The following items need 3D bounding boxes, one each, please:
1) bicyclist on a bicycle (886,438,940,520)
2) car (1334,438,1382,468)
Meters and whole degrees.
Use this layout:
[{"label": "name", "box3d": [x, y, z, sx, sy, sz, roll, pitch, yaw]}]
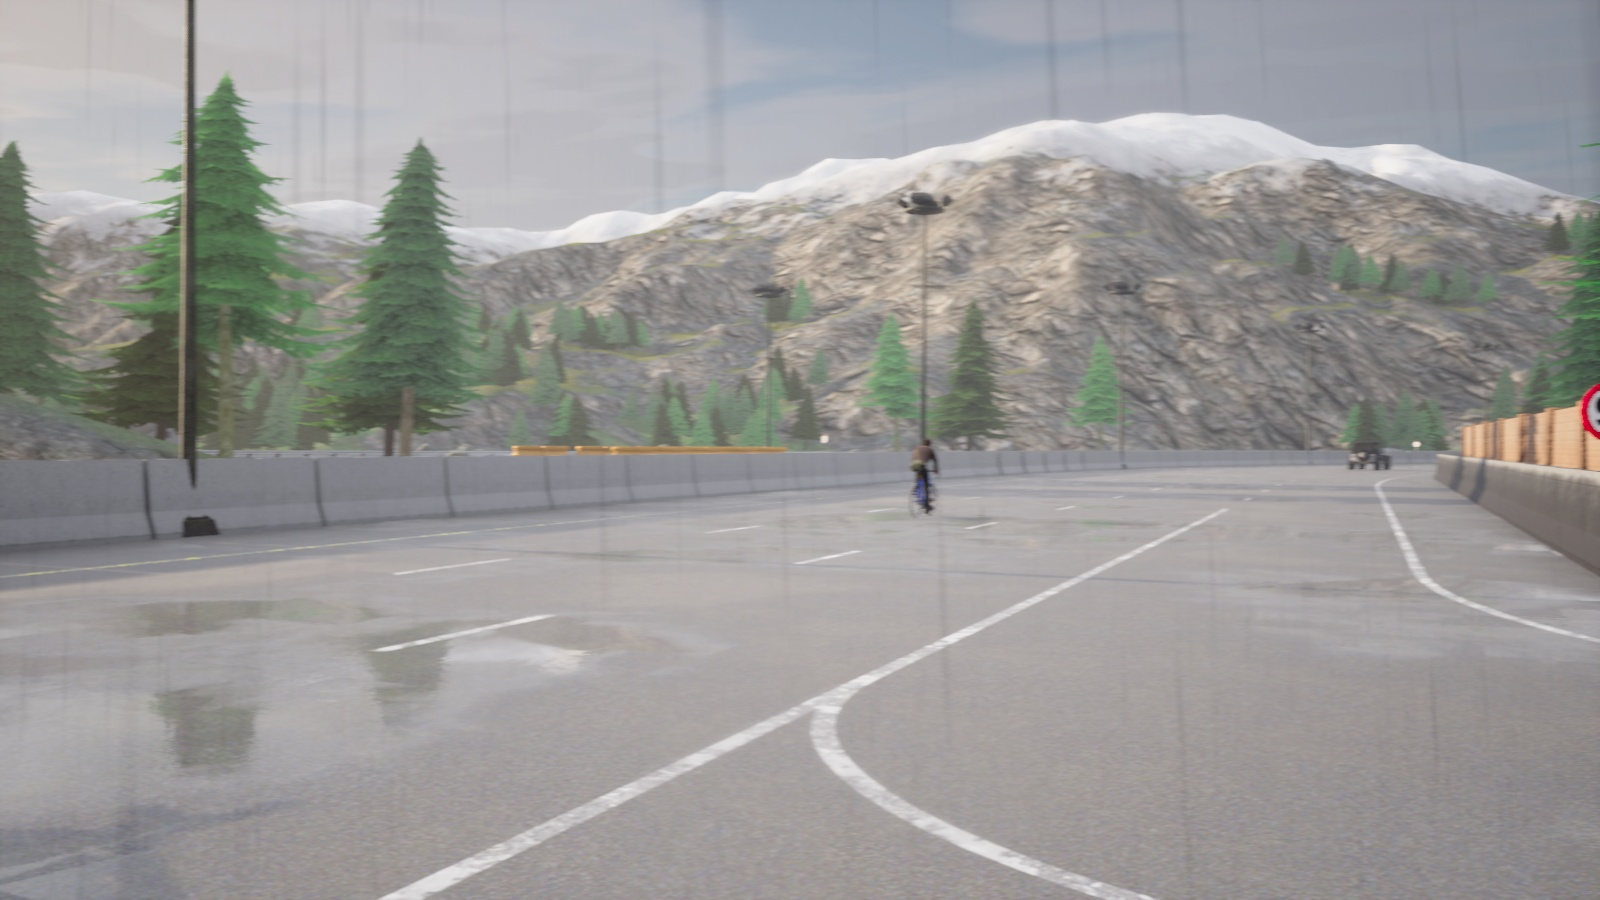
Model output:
[{"label": "bicyclist on a bicycle", "box3d": [2.324, 0.569, 25.659, 0.582, 1.620, 1.656, 0, 0, 24]}, {"label": "car", "box3d": [36.480, 0.197, 82.077, 1.905, 1.878, 3.866, 0, 0, 39]}]
